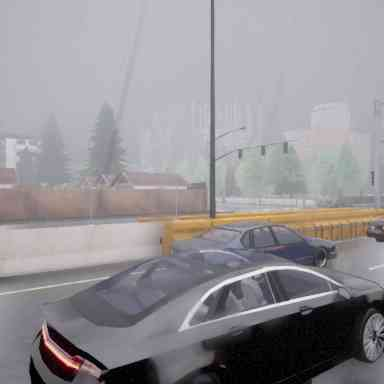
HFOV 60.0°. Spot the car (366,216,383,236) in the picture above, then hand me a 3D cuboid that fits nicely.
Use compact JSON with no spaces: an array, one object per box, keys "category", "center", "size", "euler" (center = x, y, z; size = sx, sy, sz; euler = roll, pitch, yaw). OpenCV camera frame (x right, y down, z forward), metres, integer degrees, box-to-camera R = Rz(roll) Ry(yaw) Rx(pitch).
[{"category":"car","center":[10.056,1.547,15.179],"size":[5.357,1.411,2.033],"euler":[0,0,-35]}]

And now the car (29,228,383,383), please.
[{"category":"car","center":[0.665,1.492,4.215],"size":[4.902,1.511,2.128],"euler":[0,0,-35]}]

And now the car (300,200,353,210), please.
[{"category":"car","center":[9.500,1.331,23.494],"size":[4.902,1.511,2.128],"euler":[0,0,-35]}]

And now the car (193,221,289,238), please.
[{"category":"car","center":[1.856,1.547,9.359],"size":[5.357,1.411,2.033],"euler":[0,0,-35]}]
